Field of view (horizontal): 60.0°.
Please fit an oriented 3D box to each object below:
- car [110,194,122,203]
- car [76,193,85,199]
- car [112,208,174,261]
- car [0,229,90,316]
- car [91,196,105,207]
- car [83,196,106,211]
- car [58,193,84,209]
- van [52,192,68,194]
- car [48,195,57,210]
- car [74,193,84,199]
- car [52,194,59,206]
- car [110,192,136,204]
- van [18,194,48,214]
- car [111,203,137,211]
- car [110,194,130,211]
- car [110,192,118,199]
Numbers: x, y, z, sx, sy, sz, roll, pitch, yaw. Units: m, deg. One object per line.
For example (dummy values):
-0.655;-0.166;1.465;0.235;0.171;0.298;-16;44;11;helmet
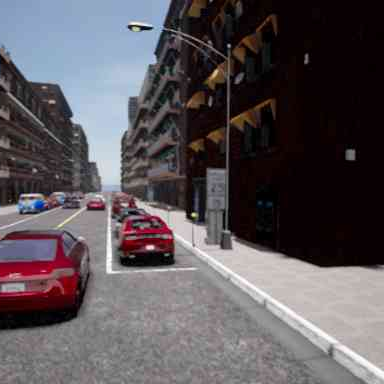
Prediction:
-13.987;1.147;61.142;1.967;1.590;4.097;0;0;-14;car
-28.955;1.064;86.635;1.947;1.339;4.313;0;0;-14;car
-1.779;1.497;12.004;1.887;1.381;4.507;0;0;-14;car
-3.385;1.512;7.358;1.994;1.385;4.181;1;0;-14;car
-13.384;1.269;47.621;1.812;1.442;4.674;1;0;-14;car
-10.907;1.356;37.871;1.994;1.385;4.181;1;0;-13;car
-14.784;1.250;40.797;1.837;1.490;4.892;1;0;-14;car
-19.379;1.022;48.161;1.690;1.788;3.998;0;0;-14;van
-16.632;1.317;37.172;1.802;1.307;4.206;0;0;-14;car
-27.590;0.963;81.137;1.967;1.590;4.097;0;0;-14;car
-18.000;1.289;42.668;1.802;1.307;4.206;0;0;-14;car
-5.794;1.184;28.160;2.192;1.841;5.009;0;0;-14;car
-15.267;1.103;31.674;1.690;1.788;3.998;0;0;-14;van
-3.062;1.492;17.169;1.947;1.339;4.313;0;0;-14;car
-8.525;1.129;39.154;2.192;1.841;5.009;0;0;-14;car
-20.816;0.892;88.624;2.192;1.841;5.009;0;0;-14;car
